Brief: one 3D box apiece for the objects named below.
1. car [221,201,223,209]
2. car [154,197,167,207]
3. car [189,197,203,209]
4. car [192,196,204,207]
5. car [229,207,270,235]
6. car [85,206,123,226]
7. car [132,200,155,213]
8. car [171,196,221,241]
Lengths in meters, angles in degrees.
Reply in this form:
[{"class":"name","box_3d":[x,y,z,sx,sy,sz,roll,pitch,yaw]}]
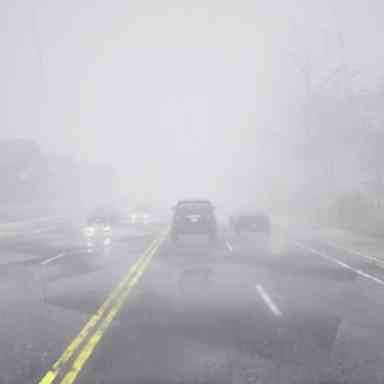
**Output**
[{"class":"car","box_3d":[3.998,1.950,54.721,1.812,1.442,4.674,0,0,3]},{"class":"car","box_3d":[-5.645,1.627,59.145,2.097,1.767,4.553,0,0,2]},{"class":"car","box_3d":[0.758,1.781,54.958,2.097,1.767,4.553,0,0,3]},{"class":"car","box_3d":[1.141,1.728,65.097,2.150,2.045,5.566,0,0,3]},{"class":"car","box_3d":[3.351,1.642,20.125,1.882,1.535,5.008,0,0,0]},{"class":"car","box_3d":[-6.566,1.769,25.194,1.994,1.385,4.181,0,0,0]},{"class":"car","box_3d":[-6.300,1.940,42.294,1.895,1.301,4.718,0,0,2]},{"class":"car","box_3d":[0.096,1.366,17.648,2.150,2.045,5.566,0,0,0]}]
